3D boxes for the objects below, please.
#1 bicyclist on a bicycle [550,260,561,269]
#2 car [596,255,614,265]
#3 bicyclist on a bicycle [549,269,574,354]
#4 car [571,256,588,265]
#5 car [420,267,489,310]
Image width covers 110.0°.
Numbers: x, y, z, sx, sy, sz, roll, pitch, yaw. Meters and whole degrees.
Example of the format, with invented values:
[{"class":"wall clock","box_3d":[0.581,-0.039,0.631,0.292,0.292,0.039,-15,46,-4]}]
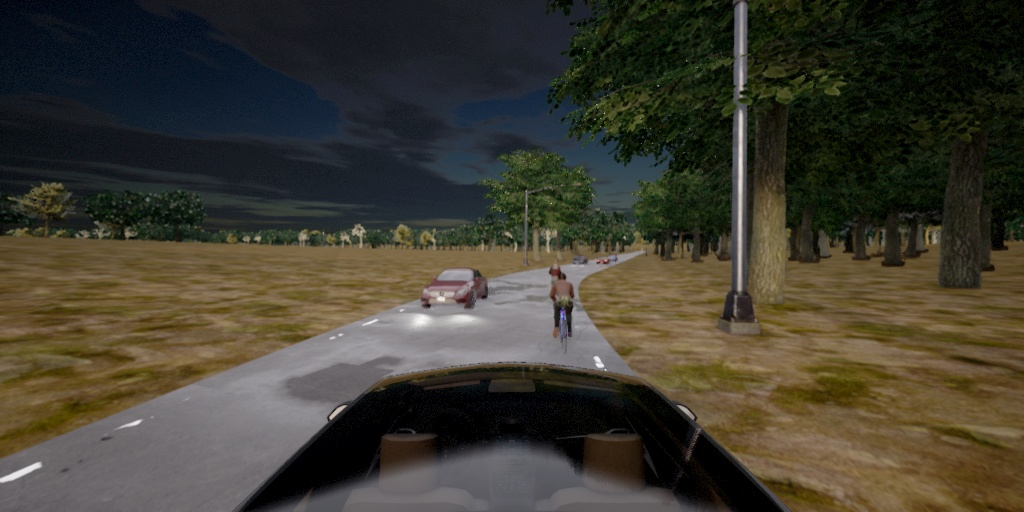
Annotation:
[{"class":"bicyclist on a bicycle","box_3d":[1.998,1.071,16.430,0.659,1.776,1.843,1,1,8]},{"class":"car","box_3d":[15.320,0.756,59.782,1.895,1.301,4.718,1,1,21]},{"class":"bicyclist on a bicycle","box_3d":[1.103,1.194,7.814,0.582,1.620,1.656,0,0,3]},{"class":"car","box_3d":[10.856,0.693,57.096,2.033,1.411,5.357,1,1,22]},{"class":"car","box_3d":[-2.142,1.209,14.624,1.812,1.442,4.674,0,0,7]}]
